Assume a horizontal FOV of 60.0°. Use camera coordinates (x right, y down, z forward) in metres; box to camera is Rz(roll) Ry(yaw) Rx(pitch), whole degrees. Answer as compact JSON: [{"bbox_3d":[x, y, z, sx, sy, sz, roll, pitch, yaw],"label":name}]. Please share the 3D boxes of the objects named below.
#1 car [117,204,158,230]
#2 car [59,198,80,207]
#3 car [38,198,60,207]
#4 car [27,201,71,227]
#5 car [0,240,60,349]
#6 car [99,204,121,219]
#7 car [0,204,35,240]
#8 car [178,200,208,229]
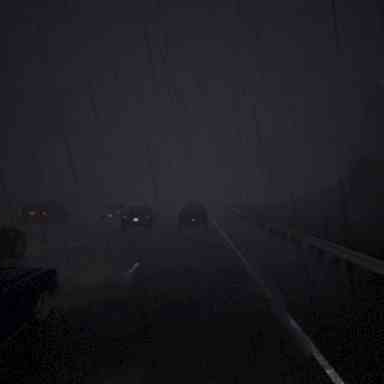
[{"bbox_3d":[-3.407,1.661,22.162,1.994,1.385,4.181,0,0,0],"label":"car"},{"bbox_3d":[-21.061,1.755,57.318,1.837,1.490,4.892,0,0,1],"label":"car"},{"bbox_3d":[-24.555,1.814,57.324,1.994,1.385,4.181,0,0,1],"label":"car"},{"bbox_3d":[-10.407,1.456,23.769,2.097,1.767,4.553,0,0,0],"label":"car"},{"bbox_3d":[-3.404,1.620,4.128,1.895,1.301,4.718,0,0,0],"label":"car"},{"bbox_3d":[-6.908,1.734,30.332,1.895,1.301,4.718,0,0,0],"label":"car"},{"bbox_3d":[-6.906,1.396,9.919,2.097,1.767,4.553,0,0,0],"label":"car"},{"bbox_3d":[0.093,1.577,22.755,1.882,1.535,5.008,0,0,0],"label":"car"}]
